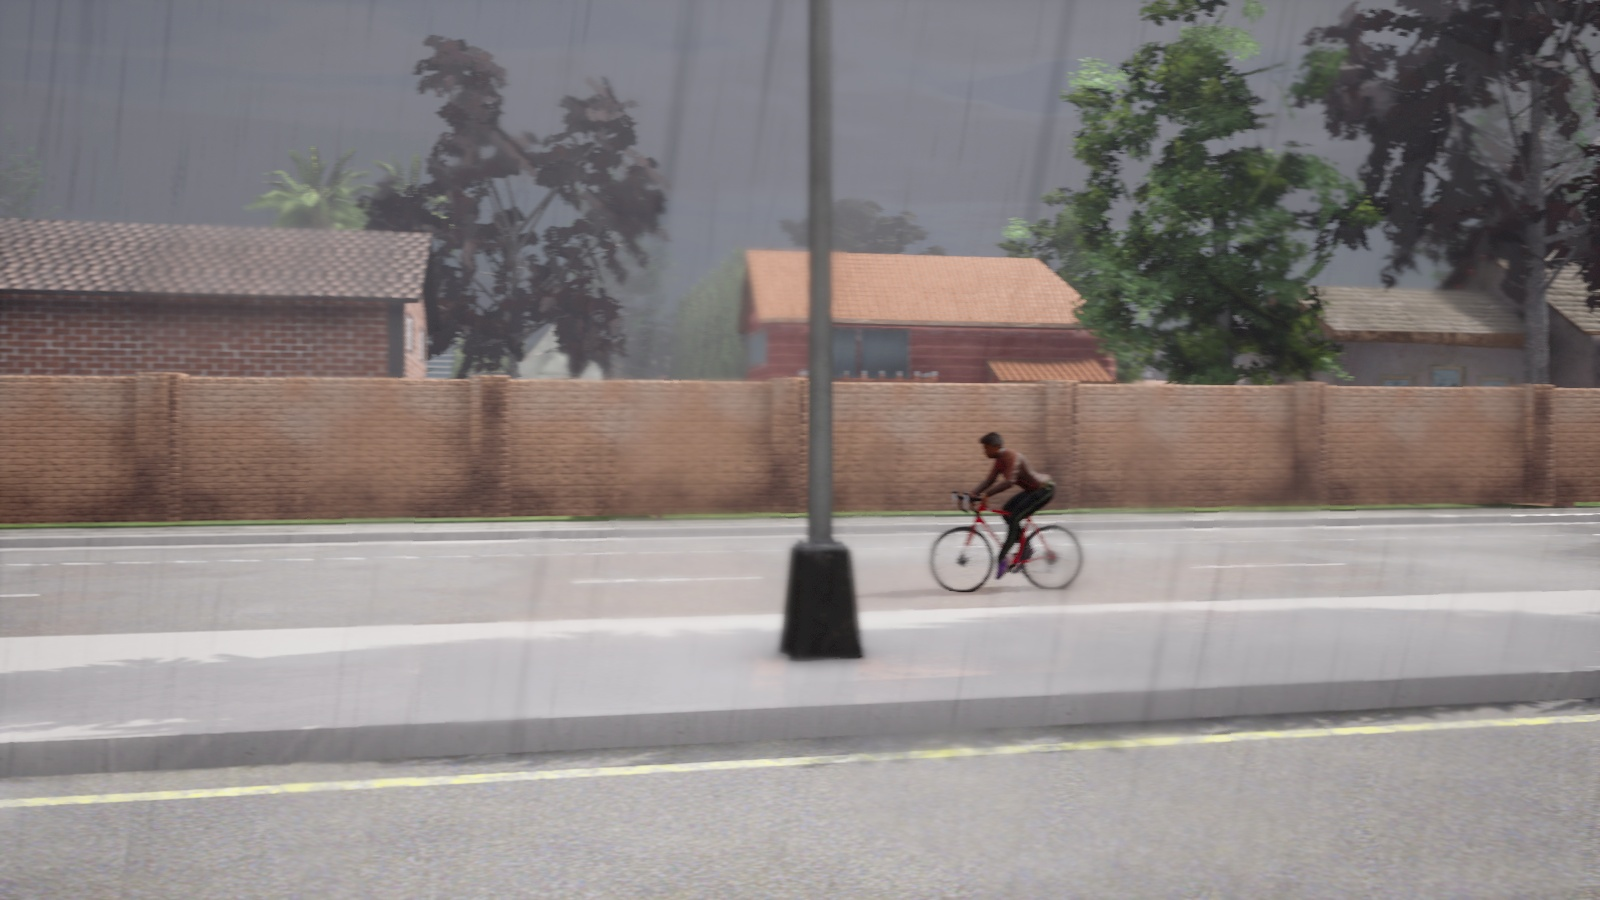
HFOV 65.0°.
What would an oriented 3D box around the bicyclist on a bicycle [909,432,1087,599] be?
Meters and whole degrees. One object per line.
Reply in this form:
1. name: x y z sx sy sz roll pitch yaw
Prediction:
1. bicyclist on a bicycle: 1.992 0.635 12.689 1.656 1.620 0.582 -1 0 -12
